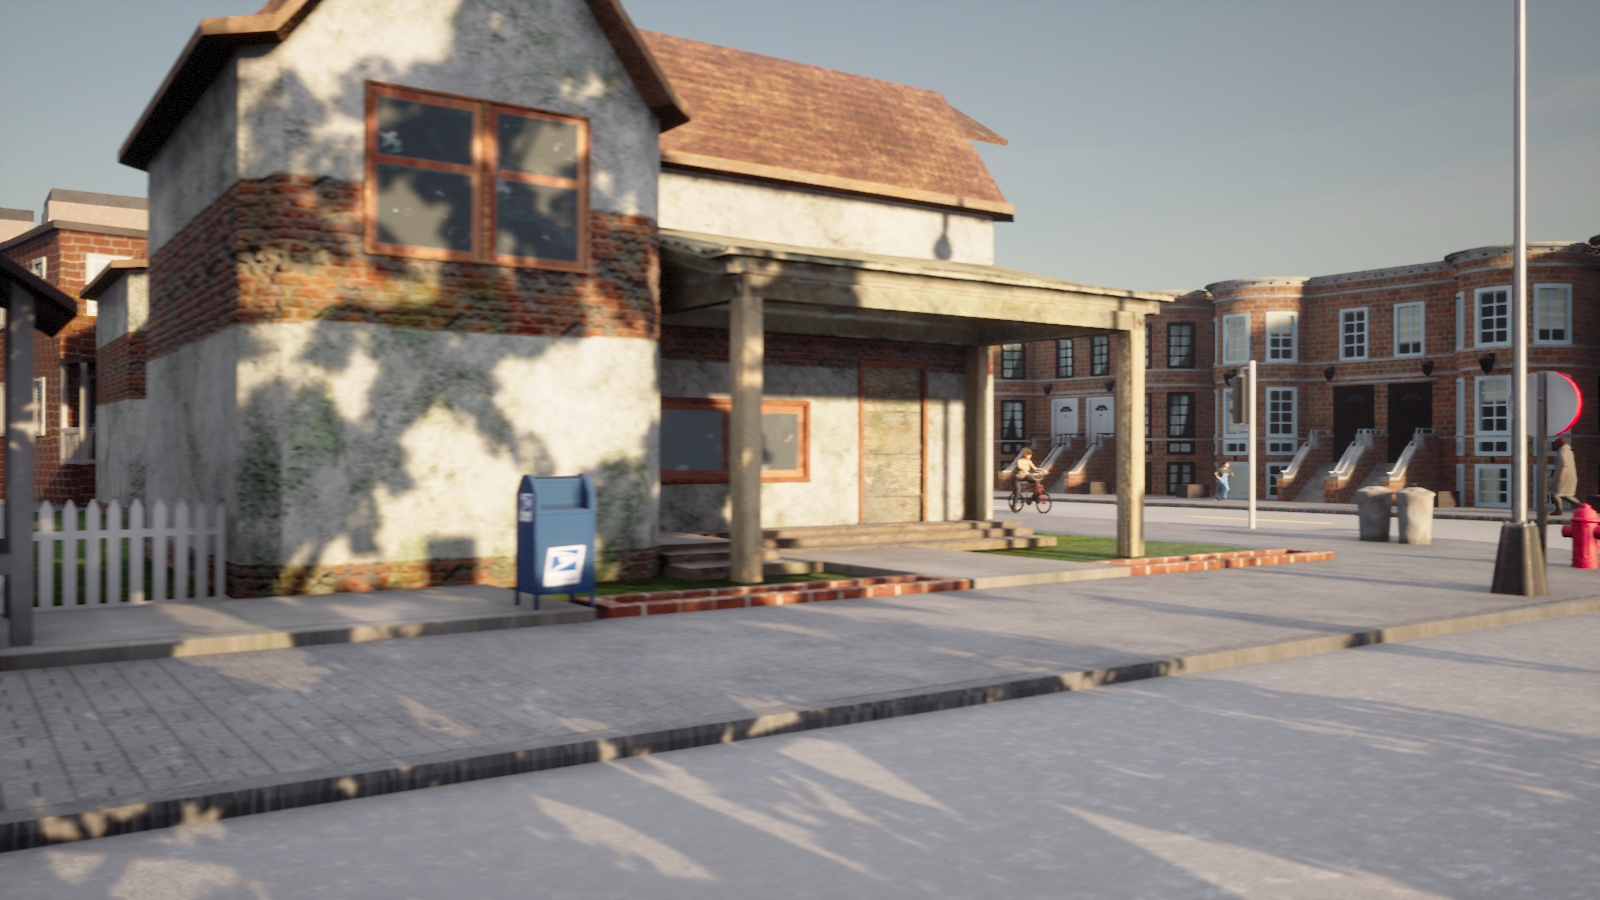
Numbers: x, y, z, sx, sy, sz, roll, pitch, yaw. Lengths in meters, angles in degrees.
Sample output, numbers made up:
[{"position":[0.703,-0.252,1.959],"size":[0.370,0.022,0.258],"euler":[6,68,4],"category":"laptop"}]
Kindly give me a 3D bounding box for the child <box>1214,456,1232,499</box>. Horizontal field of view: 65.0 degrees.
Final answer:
[{"position":[12.299,0.798,36.534],"size":[0.270,1.263,0.437],"euler":[0,0,-26],"category":"child"}]

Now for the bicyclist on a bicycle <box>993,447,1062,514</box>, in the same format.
[{"position":[5.652,0.746,31.208],"size":[0.866,1.612,1.509],"euler":[0,0,-35],"category":"bicyclist on a bicycle"}]

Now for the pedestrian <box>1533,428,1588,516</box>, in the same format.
[{"position":[17.293,0.488,28.549],"size":[0.659,1.952,0.873],"euler":[0,0,-34],"category":"pedestrian"}]
